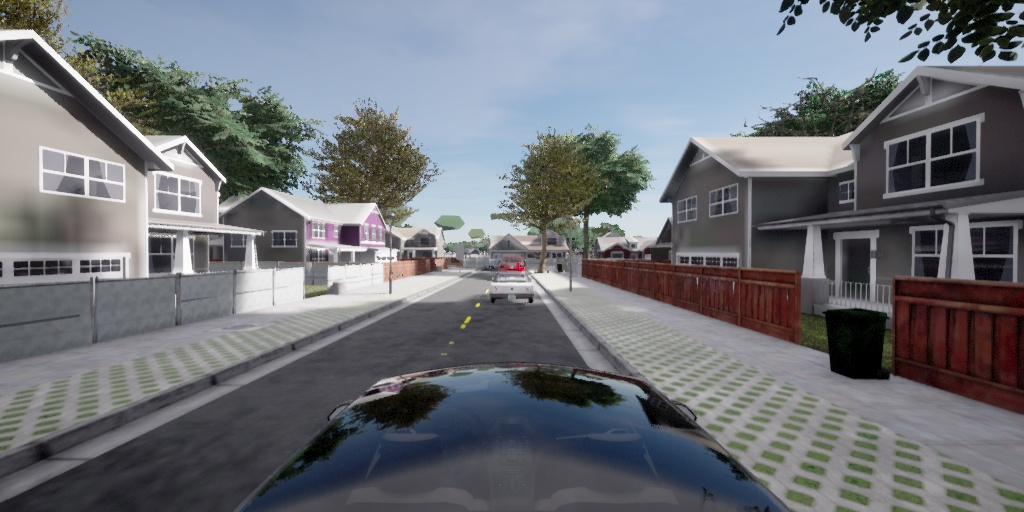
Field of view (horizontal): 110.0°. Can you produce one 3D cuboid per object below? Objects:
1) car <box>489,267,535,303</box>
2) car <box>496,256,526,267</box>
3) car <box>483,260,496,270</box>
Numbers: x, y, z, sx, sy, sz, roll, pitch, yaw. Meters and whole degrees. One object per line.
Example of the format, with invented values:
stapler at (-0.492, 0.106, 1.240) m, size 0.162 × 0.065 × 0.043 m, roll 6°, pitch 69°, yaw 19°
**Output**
car at (0.000, 1.355, 16.533) m, size 1.895 × 1.301 × 4.718 m, roll 0°, pitch 0°, yaw 0°
car at (0.000, 0.975, 31.531) m, size 2.150 × 2.045 × 5.566 m, roll 0°, pitch 0°, yaw 0°
car at (-2.750, 1.290, 48.823) m, size 1.994 × 1.385 × 4.181 m, roll 0°, pitch 0°, yaw 0°
